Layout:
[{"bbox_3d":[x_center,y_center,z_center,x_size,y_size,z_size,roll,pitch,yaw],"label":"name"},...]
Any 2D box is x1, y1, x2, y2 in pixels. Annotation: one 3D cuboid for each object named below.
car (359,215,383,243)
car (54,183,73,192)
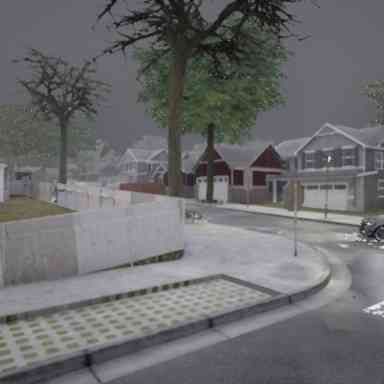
[{"bbox_3d":[8.744,1.274,12.698,4.181,1.385,1.994,2,3,25],"label":"car"},{"bbox_3d":[-18.129,-0.587,47.011,1.812,1.442,4.674,0,2,-35],"label":"car"}]
